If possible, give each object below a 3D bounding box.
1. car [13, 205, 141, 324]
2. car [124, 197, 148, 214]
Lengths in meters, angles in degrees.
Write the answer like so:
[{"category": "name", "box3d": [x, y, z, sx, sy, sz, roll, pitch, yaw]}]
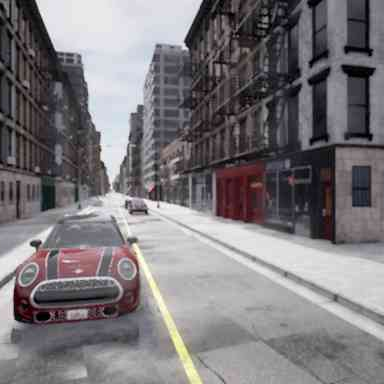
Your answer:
[{"category": "car", "box3d": [-2.346, 1.345, 7.449, 2.097, 1.767, 4.553, 0, 0, -14]}, {"category": "car", "box3d": [-5.543, 1.503, 33.947, 2.033, 1.411, 5.357, 0, 0, -13]}]
